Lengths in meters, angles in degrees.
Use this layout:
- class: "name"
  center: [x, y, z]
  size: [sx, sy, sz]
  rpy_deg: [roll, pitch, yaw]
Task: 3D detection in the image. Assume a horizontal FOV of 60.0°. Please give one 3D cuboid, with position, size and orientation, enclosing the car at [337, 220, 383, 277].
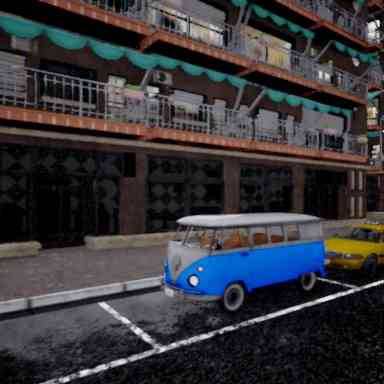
- class: "car"
  center: [5.648, 1.618, 10.586]
  size: [4.829, 1.417, 1.752]
  rpy_deg: [1, 0, -35]

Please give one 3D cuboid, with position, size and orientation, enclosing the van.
- class: "van"
  center: [1.292, 1.387, 7.478]
  size: [3.998, 1.788, 1.690]
  rpy_deg: [1, 0, -36]
